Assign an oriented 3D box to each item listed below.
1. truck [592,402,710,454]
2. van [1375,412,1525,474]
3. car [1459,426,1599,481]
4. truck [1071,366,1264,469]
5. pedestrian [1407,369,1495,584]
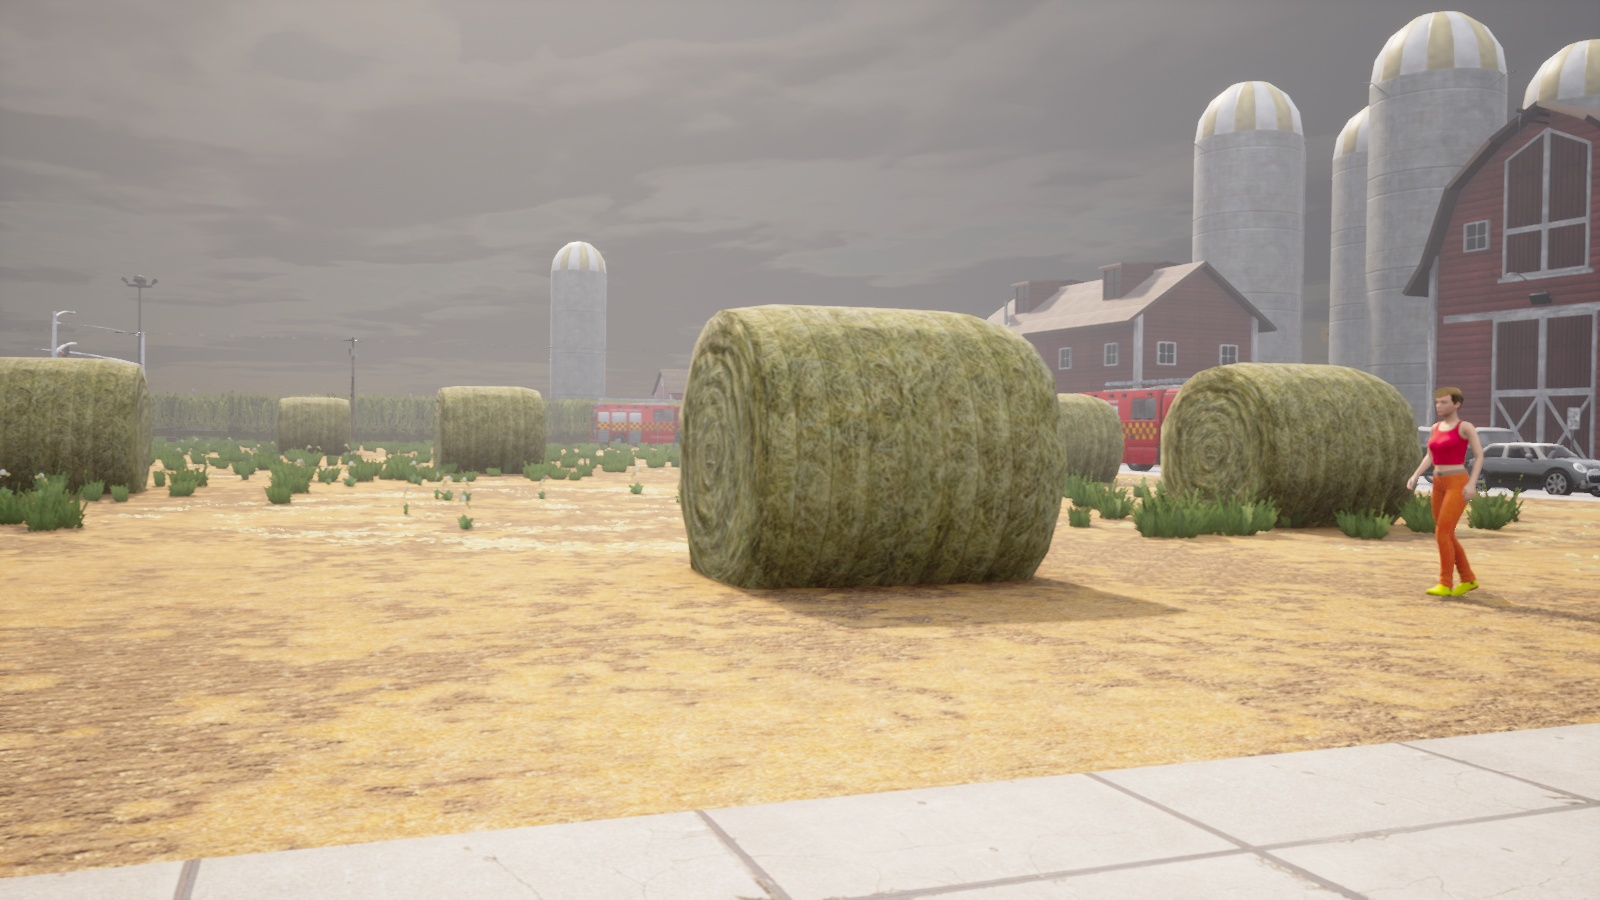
[{"bbox_3d":[-11.332,-1.701,95.319,8.468,3.827,2.891,-1,1,-19],"label":"truck"},{"bbox_3d":[21.920,-0.263,42.544,1.775,1.987,4.442,-1,1,-22],"label":"van"},{"bbox_3d":[20.983,0.062,35.480,1.970,1.475,3.806,-1,1,-22],"label":"car"},{"bbox_3d":[14.703,-1.275,51.100,2.891,3.827,8.468,-1,1,-22],"label":"truck"},{"bbox_3d":[5.656,0.223,10.926,0.594,1.836,0.345,-1,1,-12],"label":"pedestrian"}]
